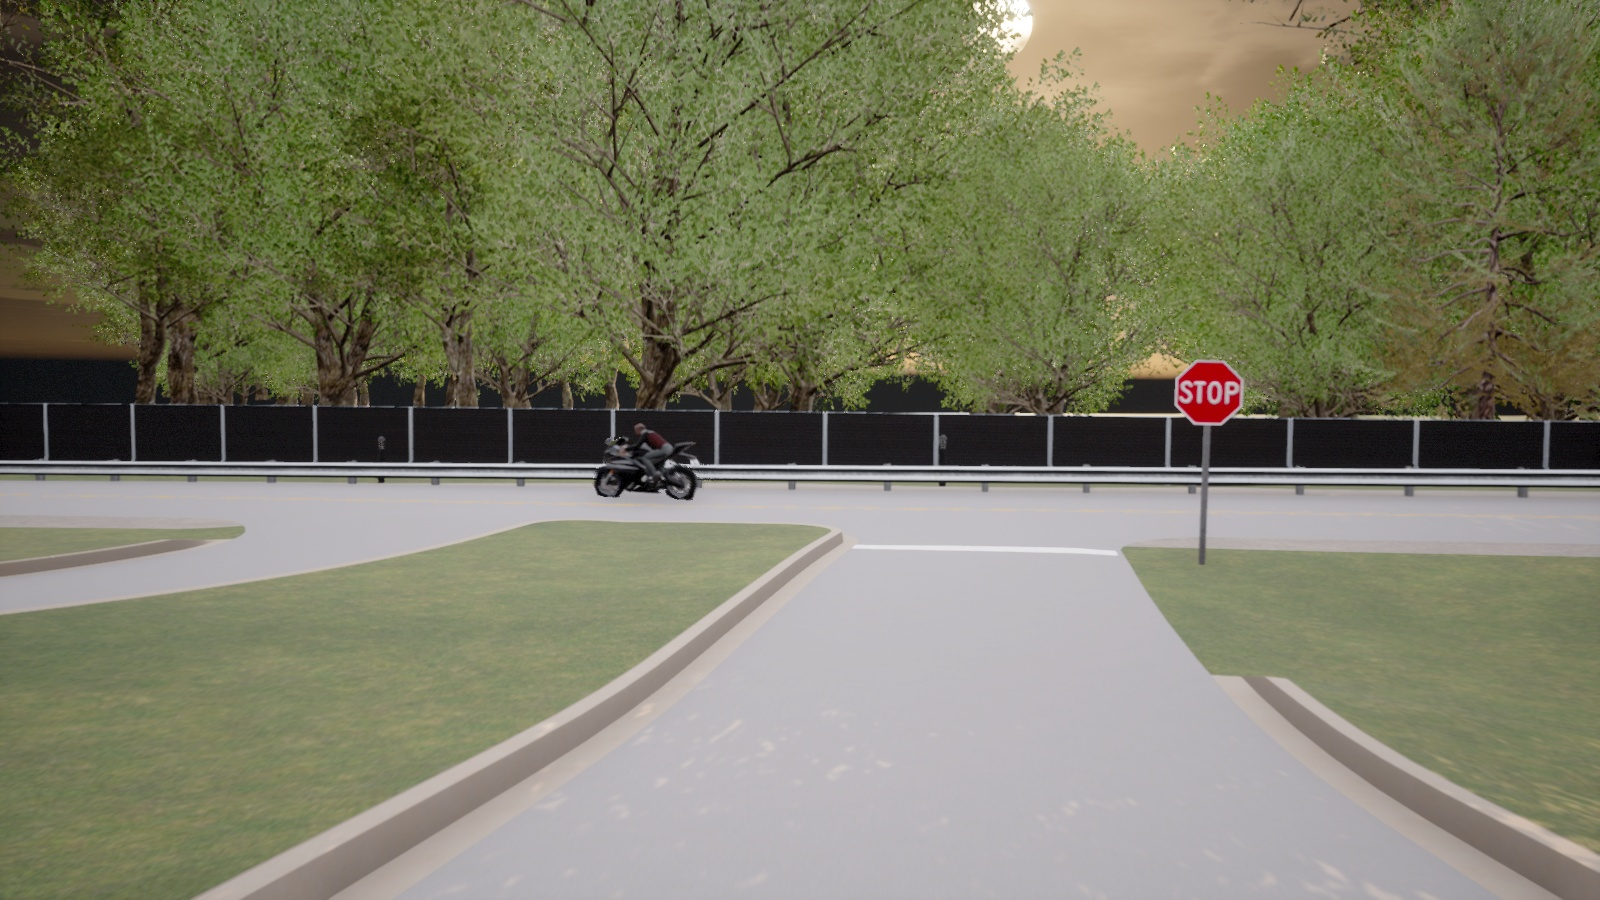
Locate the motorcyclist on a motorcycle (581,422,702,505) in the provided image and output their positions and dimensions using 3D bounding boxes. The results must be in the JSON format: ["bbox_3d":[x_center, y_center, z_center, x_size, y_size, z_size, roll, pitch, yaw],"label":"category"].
[{"bbox_3d":[-3.115,0.238,24.666,2.191,1.530,0.866,1,4,19],"label":"motorcyclist on a motorcycle"}]
